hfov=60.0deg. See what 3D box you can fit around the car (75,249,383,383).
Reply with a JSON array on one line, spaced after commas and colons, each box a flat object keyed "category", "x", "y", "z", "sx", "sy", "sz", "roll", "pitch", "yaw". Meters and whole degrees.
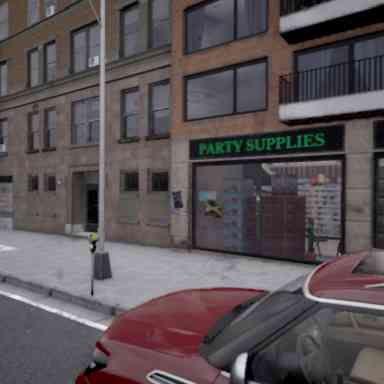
[{"category": "car", "x": 1.449, "y": 1.314, "z": 2.033, "sx": 5.009, "sy": 1.841, "sz": 2.192, "roll": 0, "pitch": 1, "yaw": 35}]
